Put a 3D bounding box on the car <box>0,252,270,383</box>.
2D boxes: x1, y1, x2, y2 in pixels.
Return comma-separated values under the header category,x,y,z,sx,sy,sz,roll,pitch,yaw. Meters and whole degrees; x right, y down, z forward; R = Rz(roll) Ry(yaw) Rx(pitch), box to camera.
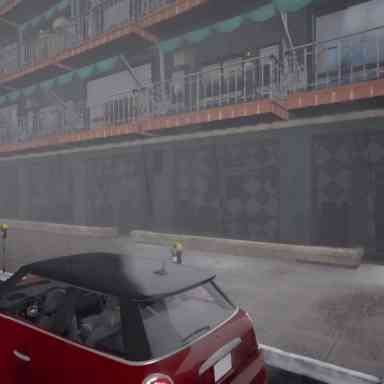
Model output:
category,x,y,z,sx,sy,sz,roll,pitch,yaw
car,-1.331,1.440,3.817,4.097,1.590,1.967,0,0,35
